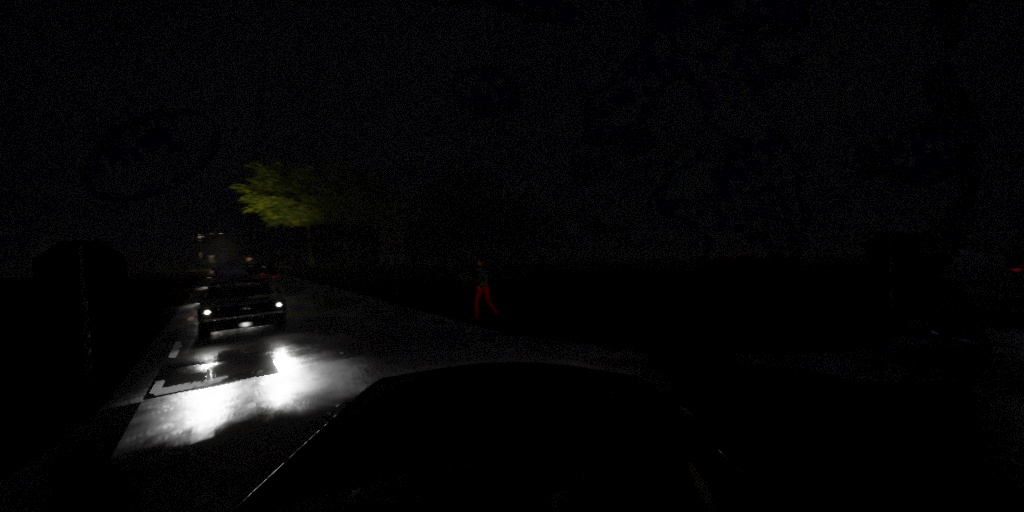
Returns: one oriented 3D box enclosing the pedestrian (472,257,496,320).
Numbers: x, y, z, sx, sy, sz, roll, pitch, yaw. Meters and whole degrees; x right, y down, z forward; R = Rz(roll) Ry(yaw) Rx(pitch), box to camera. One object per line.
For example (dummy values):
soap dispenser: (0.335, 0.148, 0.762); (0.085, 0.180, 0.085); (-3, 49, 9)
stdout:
pedestrian: (-0.815, 0.880, 10.096); (0.375, 1.860, 0.375); (-3, 2, -39)

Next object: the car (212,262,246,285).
car: (-22.524, 1.323, 28.547); (1.882, 1.535, 5.008); (-3, 2, -39)

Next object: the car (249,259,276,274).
car: (-26.422, 1.140, 37.994); (2.097, 1.767, 4.553); (-3, 1, -38)

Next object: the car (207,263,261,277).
car: (-14.692, 1.324, 18.861); (1.812, 1.442, 4.674); (-3, 2, -39)

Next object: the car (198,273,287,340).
car: (-8.027, 1.392, 10.639); (1.895, 1.301, 4.718); (-3, 2, -39)

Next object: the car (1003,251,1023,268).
car: (47.619, 0.290, 33.412); (4.902, 1.511, 2.128); (-1, 1, -39)
